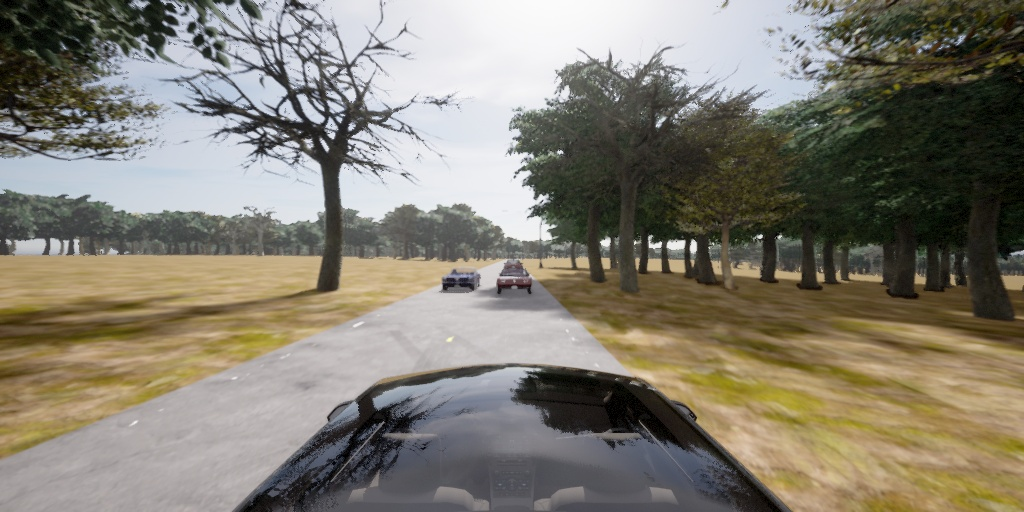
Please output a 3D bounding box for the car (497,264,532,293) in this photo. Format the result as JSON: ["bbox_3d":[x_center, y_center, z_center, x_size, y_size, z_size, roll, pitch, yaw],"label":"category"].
[{"bbox_3d":[0.127,1.353,20.803,1.895,1.301,4.718,0,0,0],"label":"car"}]

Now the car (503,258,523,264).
[{"bbox_3d":[0.154,1.119,38.617,2.097,1.767,4.553,0,0,0],"label":"car"}]

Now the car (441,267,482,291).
[{"bbox_3d":[-3.009,1.354,22.015,1.895,1.301,4.718,0,0,1],"label":"car"}]
